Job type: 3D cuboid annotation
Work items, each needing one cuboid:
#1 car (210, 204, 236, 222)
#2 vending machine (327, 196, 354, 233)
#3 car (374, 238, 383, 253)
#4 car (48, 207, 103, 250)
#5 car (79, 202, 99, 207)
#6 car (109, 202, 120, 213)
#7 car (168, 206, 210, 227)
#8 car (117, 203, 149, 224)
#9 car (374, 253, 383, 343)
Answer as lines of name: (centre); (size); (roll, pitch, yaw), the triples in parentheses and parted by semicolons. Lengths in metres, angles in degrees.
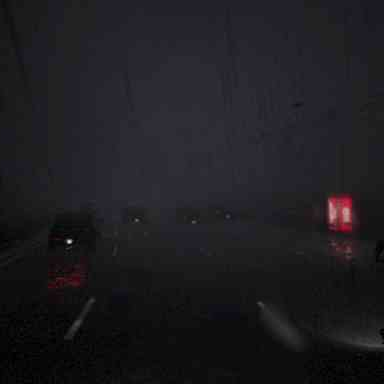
car: (2.179, 1.742, 28.317); (1.812, 1.442, 4.674); (0, 0, -16)
vending machine: (8.734, 1.296, 19.606); (1.100, 2.100, 0.880); (0, 0, -13)
car: (6.442, 1.513, 7.879); (2.128, 1.511, 4.902); (0, 0, -5)
car: (-5.293, 1.669, 15.367); (1.837, 1.490, 4.892); (0, 0, -12)
car: (-11.187, 1.865, 36.266); (2.128, 1.511, 4.902); (0, 0, -17)
car: (-9.914, 2.029, 44.042); (1.895, 1.301, 4.718); (0, 0, -17)
car: (-0.493, 1.810, 25.074); (1.895, 1.301, 4.718); (0, 0, -16)
car: (-4.764, 1.855, 27.098); (1.895, 1.301, 4.718); (0, 0, -16)
car: (3.449, 1.540, 1.861); (2.033, 1.411, 5.357); (0, 0, -2)
